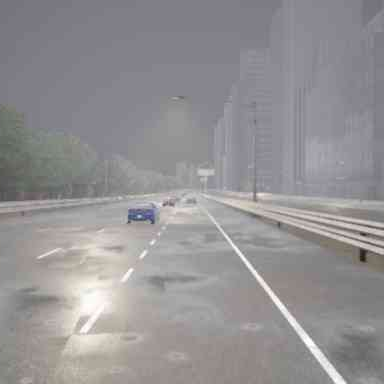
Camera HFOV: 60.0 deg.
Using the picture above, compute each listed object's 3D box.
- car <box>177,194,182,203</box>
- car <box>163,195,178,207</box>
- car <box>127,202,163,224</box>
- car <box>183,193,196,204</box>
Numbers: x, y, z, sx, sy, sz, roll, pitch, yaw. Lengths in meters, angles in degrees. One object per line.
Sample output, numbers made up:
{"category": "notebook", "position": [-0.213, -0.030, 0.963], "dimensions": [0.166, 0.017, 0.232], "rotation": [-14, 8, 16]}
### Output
{"category": "car", "position": [-3.746, 1.430, 72.742], "dimensions": [2.097, 1.767, 4.553], "rotation": [0, 0, 0]}
{"category": "car", "position": [-3.629, 1.651, 53.283], "dimensions": [1.895, 1.301, 4.718], "rotation": [0, 0, 0]}
{"category": "car", "position": [-3.525, 1.491, 24.735], "dimensions": [1.882, 1.535, 5.008], "rotation": [0, 0, 0]}
{"category": "car", "position": [-0.102, 1.556, 65.848], "dimensions": [2.128, 1.511, 4.902], "rotation": [0, 0, 0]}
